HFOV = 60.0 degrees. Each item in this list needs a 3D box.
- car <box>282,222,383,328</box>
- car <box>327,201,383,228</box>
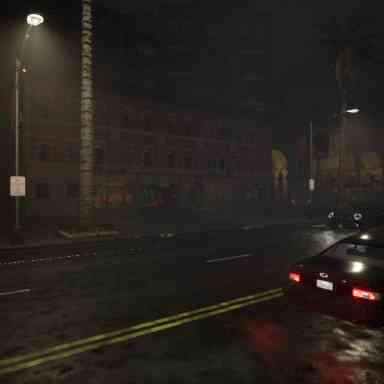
[{"bbox_3d":[4.182,1.547,6.844,5.357,1.411,2.033,0,0,-36],"label":"car"},{"bbox_3d":[10.198,1.352,20.107,4.553,1.767,2.097,0,0,-36],"label":"car"}]
